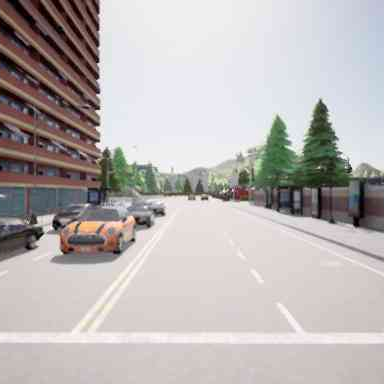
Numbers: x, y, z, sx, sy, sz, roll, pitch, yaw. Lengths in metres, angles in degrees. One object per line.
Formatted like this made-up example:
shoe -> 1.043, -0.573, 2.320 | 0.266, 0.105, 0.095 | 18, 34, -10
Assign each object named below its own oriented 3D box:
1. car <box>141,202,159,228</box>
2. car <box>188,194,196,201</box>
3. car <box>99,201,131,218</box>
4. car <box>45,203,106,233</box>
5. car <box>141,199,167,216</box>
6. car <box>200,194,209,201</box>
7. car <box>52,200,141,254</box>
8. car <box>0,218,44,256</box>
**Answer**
car -> -3.599, 1.582, 22.435 | 1.994, 1.385, 4.181 | 0, 0, 0
car -> -0.016, 1.418, 88.262 | 2.097, 1.767, 4.553 | 0, 0, 0
car -> -7.084, 1.588, 30.965 | 1.994, 1.385, 4.181 | 0, 0, 0
car -> -7.101, 1.508, 20.965 | 2.128, 1.511, 4.902 | 0, 0, 0
car -> -3.581, 1.590, 32.479 | 1.994, 1.385, 4.181 | 0, 0, 0
car -> 3.484, 1.563, 88.293 | 1.837, 1.490, 4.892 | 0, 0, 0
car -> -3.601, 1.363, 13.493 | 2.097, 1.767, 4.553 | 0, 0, 0
car -> -7.102, 1.610, 11.641 | 1.895, 1.301, 4.718 | 0, 0, 0
